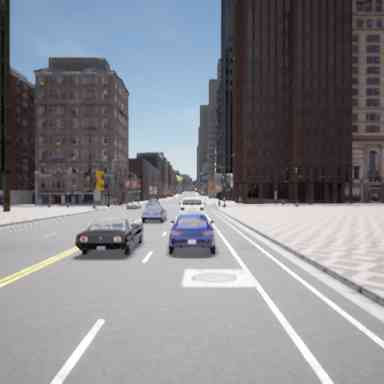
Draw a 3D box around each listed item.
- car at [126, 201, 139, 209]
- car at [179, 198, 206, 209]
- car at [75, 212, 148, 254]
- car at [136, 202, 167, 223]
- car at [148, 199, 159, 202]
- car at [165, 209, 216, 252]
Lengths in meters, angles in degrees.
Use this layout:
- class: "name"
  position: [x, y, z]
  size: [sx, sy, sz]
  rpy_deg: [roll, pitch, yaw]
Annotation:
- class: "car"
  position: [-9.715, 2.231, 55.626]
  size: [1.895, 1.301, 4.718]
  rpy_deg: [0, -1, 0]
- class: "car"
  position: [0.021, 1.525, 29.011]
  size: [2.150, 2.045, 5.566]
  rpy_deg: [0, -1, 0]
- class: "car"
  position: [-3.239, 1.741, 14.098]
  size: [1.895, 1.301, 4.718]
  rpy_deg: [0, -1, 0]
- class: "car"
  position: [-3.229, 1.855, 28.981]
  size: [2.033, 1.411, 5.357]
  rpy_deg: [0, -1, 0]
- class: "car"
  position: [-6.466, 1.980, 55.666]
  size: [2.097, 1.767, 4.553]
  rpy_deg: [0, -1, 0]
- class: "car"
  position: [0.017, 1.669, 14.388]
  size: [1.812, 1.442, 4.674]
  rpy_deg: [0, 0, 0]
